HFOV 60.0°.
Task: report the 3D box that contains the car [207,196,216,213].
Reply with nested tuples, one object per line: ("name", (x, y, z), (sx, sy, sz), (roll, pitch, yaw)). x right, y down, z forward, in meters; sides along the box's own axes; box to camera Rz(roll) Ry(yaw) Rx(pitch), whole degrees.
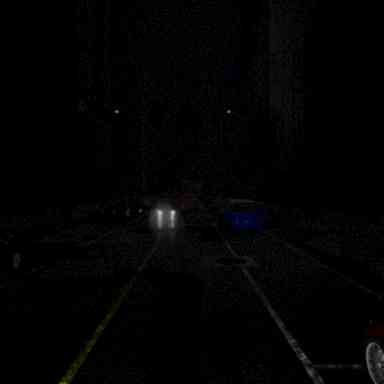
("car", (2.881, 1.460, 36.342), (1.752, 1.417, 4.829), (0, 0, 1))

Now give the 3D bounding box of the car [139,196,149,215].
("car", (-5.654, 1.266, 30.523), (2.192, 1.841, 5.009), (0, 0, 0))

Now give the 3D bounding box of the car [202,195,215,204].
("car", (2.882, 1.324, 58.697), (1.967, 1.590, 4.097), (0, 0, 0))

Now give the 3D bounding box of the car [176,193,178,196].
("car", (-5.631, 1.447, 92.550), (1.802, 1.307, 4.206), (0, 0, 0))

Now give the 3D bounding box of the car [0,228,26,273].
("car", (-5.665, 1.544, 7.964), (2.008, 1.369, 4.403), (0, 0, 0))

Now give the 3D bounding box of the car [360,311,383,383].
("car", (2.859, 1.580, 2.298), (1.802, 1.307, 4.206), (0, 0, 0))

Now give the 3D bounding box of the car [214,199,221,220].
("car", (2.870, 1.489, 25.029), (1.752, 1.417, 4.829), (0, 0, 0))

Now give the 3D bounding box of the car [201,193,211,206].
("car", (2.880, 1.333, 53.058), (1.967, 1.590, 4.097), (0, 0, 0))

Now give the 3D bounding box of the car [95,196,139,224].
("car", (-5.657, 1.280, 24.883), (2.192, 1.841, 5.009), (0, 0, 0))

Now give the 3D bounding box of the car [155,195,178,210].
("car", (-3.079, 1.448, 40.916), (1.812, 1.442, 4.674), (0, 0, 0))

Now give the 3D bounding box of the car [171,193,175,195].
("car", (-5.637, 1.310, 75.633), (1.967, 1.590, 4.097), (0, 0, 0))

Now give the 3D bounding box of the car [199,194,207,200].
("car", (2.893, 1.307, 86.895), (1.967, 1.590, 4.097), (0, 0, 0))

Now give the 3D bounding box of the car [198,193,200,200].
("car", (2.886, 1.188, 69.976), (2.192, 1.841, 5.009), (0, 0, 0))

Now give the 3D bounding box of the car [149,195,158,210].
("car", (-5.651, 1.447, 41.591), (1.752, 1.417, 4.829), (0, 0, 1))

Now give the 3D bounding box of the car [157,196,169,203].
("car", (-5.641, 1.442, 64.355), (1.947, 1.339, 4.313), (0, 0, 0))

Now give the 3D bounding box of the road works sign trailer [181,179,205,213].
("road works sign trailer", (0.014, 0.402, 35.451), (2.380, 3.560, 2.880), (0, 0, 0))

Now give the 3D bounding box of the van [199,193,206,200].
("van", (2.895, 1.206, 92.534), (1.690, 1.788, 3.998), (0, 0, 0))

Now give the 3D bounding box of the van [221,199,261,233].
("van", (2.867, 1.318, 19.217), (1.690, 1.788, 3.998), (0, 0, 0))
